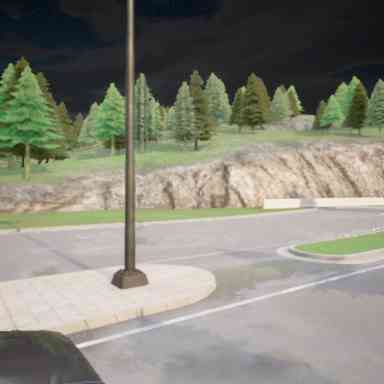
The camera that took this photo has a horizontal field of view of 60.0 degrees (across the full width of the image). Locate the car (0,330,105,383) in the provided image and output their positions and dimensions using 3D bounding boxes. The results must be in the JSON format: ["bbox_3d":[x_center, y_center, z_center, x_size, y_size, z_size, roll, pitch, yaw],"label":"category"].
[{"bbox_3d":[-3.075,1.547,1.555,5.357,1.411,2.033,0,0,-35],"label":"car"}]
